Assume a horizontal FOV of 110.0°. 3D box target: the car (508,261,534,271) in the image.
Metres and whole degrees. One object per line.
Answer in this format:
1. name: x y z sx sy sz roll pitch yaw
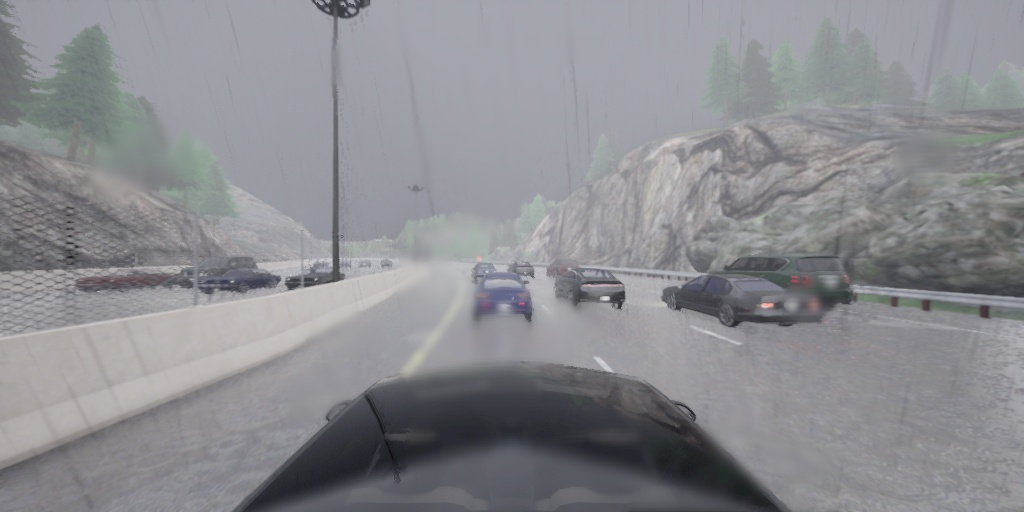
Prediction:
1. car: 0.763 1.243 32.913 2.128 1.511 4.902 0 0 -9

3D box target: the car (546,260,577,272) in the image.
1. car: 4.513 1.094 31.625 2.097 1.767 4.553 0 0 -9

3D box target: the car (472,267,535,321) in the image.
1. car: -0.348 1.277 12.341 1.812 1.442 4.674 0 0 -3

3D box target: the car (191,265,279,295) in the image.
1. car: -15.267 1.388 20.393 1.895 1.301 4.718 0 0 -7

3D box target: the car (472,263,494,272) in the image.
1. car: -2.383 1.306 30.787 2.033 1.411 5.357 0 0 -9

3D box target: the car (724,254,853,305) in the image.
1. car: 10.076 0.949 14.218 2.150 2.045 5.566 0 0 -4

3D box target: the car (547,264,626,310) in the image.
1. car: 3.007 1.236 14.612 2.128 1.511 4.902 0 0 -4

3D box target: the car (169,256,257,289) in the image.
1. car: -19.235 1.018 23.854 2.150 2.045 5.566 0 0 -8

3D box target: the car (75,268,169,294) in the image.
1. car: -22.416 1.404 21.217 1.895 1.301 4.718 0 0 -7

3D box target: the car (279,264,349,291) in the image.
1. car: -11.951 1.380 22.094 1.895 1.301 4.718 0 0 -7

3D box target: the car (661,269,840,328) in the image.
1. car: 6.762 1.283 11.361 2.033 1.411 5.357 0 0 -3
